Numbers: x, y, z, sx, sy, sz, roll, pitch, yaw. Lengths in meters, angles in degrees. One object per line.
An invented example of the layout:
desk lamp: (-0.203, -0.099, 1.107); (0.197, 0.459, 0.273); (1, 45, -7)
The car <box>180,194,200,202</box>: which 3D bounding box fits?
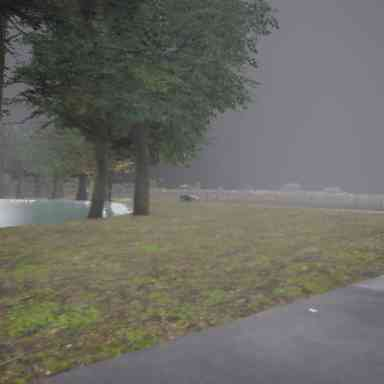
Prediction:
car: (-0.364, 1.097, 63.021); (2.128, 1.511, 4.902); (3, -1, -35)
